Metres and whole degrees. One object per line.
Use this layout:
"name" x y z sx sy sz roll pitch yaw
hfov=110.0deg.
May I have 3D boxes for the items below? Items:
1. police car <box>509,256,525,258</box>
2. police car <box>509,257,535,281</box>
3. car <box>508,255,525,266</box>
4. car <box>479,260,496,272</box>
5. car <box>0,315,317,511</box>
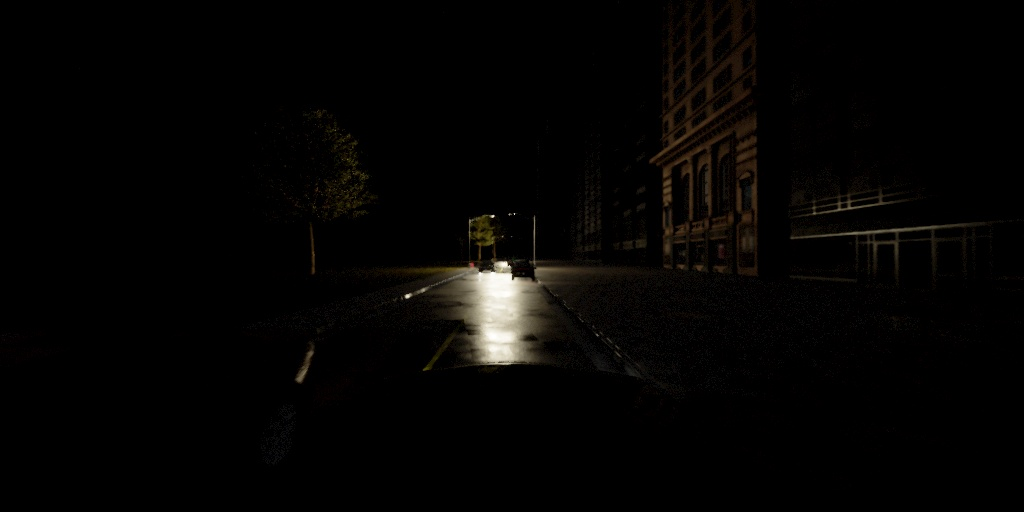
"police car" 0.906 1.158 40.452 1.930 1.638 5.238 0 0 0
"police car" 0.905 1.168 30.452 1.930 1.638 5.238 0 0 0
"car" 0.905 0.947 46.373 2.150 2.045 5.566 0 0 0
"car" -3.070 1.251 44.679 1.812 1.442 4.674 0 0 0
"car" -3.100 1.227 1.917 1.882 1.535 5.008 0 0 0
